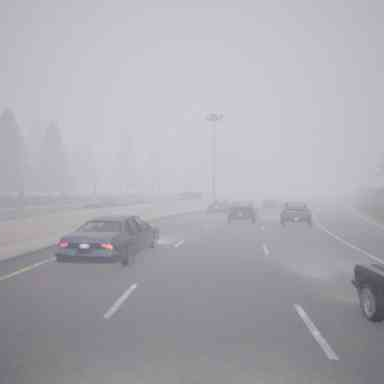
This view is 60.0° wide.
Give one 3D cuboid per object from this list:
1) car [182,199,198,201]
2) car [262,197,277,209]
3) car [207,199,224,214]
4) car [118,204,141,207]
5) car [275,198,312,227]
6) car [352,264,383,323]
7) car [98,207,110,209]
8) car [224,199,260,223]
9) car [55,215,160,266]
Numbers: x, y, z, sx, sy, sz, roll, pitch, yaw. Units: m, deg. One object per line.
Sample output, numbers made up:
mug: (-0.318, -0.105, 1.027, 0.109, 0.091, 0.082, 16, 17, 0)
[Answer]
car: (-0.507, 0.969, 43.515, 2.150, 2.045, 5.566, 0, 0, 23)
car: (9.732, 1.318, 40.198, 1.812, 1.442, 4.674, 0, 1, 22)
car: (2.960, 1.382, 32.740, 1.994, 1.385, 4.181, 0, 0, 20)
car: (-6.541, 1.291, 37.973, 1.812, 1.442, 4.674, 0, 0, 22)
car: (6.804, 1.381, 22.018, 2.128, 1.511, 4.902, 0, 0, 15)
car: (3.822, 1.586, 4.139, 1.895, 1.301, 4.718, 0, 0, 3)
car: (-10.212, 1.302, 38.230, 2.033, 1.411, 5.357, 0, 0, 21)
car: (3.856, 1.346, 24.425, 1.882, 1.535, 5.008, 0, 0, 15)
car: (-2.523, 1.475, 11.330, 2.033, 1.411, 5.357, 0, 0, 8)
